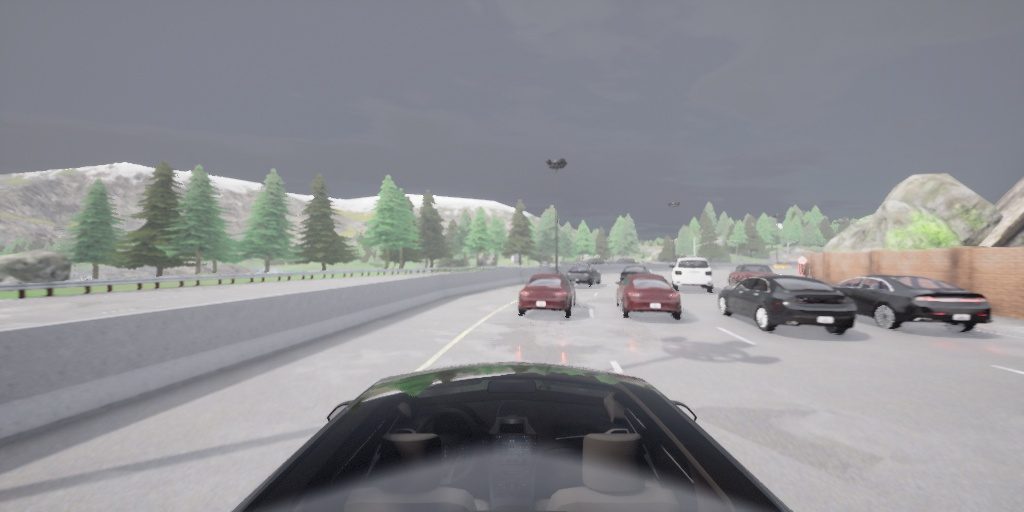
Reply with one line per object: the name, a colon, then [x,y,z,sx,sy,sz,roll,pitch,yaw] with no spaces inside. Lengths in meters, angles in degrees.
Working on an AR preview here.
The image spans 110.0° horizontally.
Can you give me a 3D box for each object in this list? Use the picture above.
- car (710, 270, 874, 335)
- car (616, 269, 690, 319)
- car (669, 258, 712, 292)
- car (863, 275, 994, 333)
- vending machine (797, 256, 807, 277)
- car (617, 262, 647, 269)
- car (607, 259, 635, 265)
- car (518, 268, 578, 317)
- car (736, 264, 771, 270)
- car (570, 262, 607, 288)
car: [7.969,1.333,10.945,1.837,1.490,4.892,0,-1,11]
car: [4.900,1.372,13.253,1.812,1.442,4.674,0,0,12]
car: [11.454,1.153,23.019,2.150,2.045,5.566,0,0,23]
car: [11.604,1.327,11.228,2.128,1.511,4.902,0,-1,12]
vending machine: [29.050,1.242,35.624,1.100,2.100,0.880,0,0,42]
car: [9.110,1.432,26.296,1.882,1.535,5.008,0,0,24]
car: [19.158,1.467,61.810,5.566,2.045,2.150,0,-1,-39]
car: [1.419,1.372,13.678,1.812,1.442,4.674,0,0,12]
car: [15.234,1.284,22.861,2.097,1.767,4.553,0,-1,24]
car: [5.304,1.443,26.336,2.128,1.511,4.902,0,0,24]
